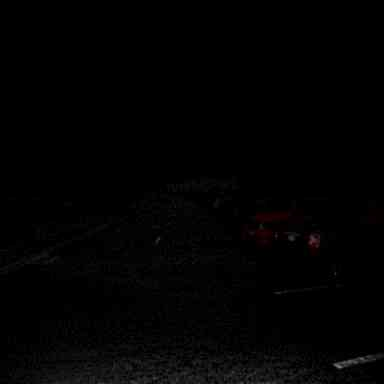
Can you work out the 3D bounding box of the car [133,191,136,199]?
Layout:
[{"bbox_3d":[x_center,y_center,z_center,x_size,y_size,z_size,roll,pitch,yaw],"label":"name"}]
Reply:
[{"bbox_3d":[-14.405,0.990,67.143,4.553,1.767,2.185,-1,0,-23],"label":"car"}]

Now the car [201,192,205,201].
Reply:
[{"bbox_3d":[4.485,1.191,48.889,5.008,1.535,2.097,1,1,-21],"label":"car"}]

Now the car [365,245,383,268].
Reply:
[{"bbox_3d":[4.752,1.465,3.761,5.008,1.535,2.097,1,1,-20],"label":"car"}]

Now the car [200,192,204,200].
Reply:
[{"bbox_3d":[4.411,1.173,51.907,4.892,1.521,2.231,1,0,-21],"label":"car"}]

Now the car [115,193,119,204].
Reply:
[{"bbox_3d":[-13.725,1.090,49.395,4.553,1.767,2.185,-1,1,-21],"label":"car"}]

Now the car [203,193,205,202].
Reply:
[{"bbox_3d":[4.688,1.208,45.947,5.366,1.575,1.946,1,0,-21],"label":"car"}]

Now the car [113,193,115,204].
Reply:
[{"bbox_3d":[-13.696,1.234,46.418,4.892,1.521,2.231,-1,1,-21],"label":"car"}]

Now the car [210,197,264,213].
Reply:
[{"bbox_3d":[4.612,1.283,33.830,5.008,1.535,2.097,1,1,-20],"label":"car"}]

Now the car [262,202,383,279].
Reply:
[{"bbox_3d":[4.704,1.302,9.778,4.553,1.767,2.185,1,0,-20],"label":"car"}]

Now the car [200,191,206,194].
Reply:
[{"bbox_3d":[4.333,1.027,54.925,4.553,1.767,2.185,1,0,-22],"label":"car"}]

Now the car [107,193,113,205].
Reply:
[{"bbox_3d":[-13.492,1.244,43.519,5.366,1.575,1.946,-1,0,-21],"label":"car"}]

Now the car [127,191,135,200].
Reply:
[{"bbox_3d":[-14.219,1.131,64.194,5.008,1.535,2.097,-1,1,-22],"label":"car"}]

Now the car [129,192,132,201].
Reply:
[{"bbox_3d":[-14.069,1.177,61.252,4.792,1.488,2.163,-1,0,-22],"label":"car"}]

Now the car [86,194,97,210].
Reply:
[{"bbox_3d":[-13.586,1.314,37.517,4.792,1.488,2.163,-1,0,-20],"label":"car"}]

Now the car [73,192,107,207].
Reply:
[{"bbox_3d":[-13.663,1.017,40.463,5.566,2.045,2.435,-1,1,-20],"label":"car"}]

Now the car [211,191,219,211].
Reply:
[{"bbox_3d":[4.687,1.086,24.829,5.566,2.045,2.435,1,0,-20],"label":"car"}]

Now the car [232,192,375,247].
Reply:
[{"bbox_3d":[4.703,1.159,12.774,5.566,2.045,2.435,1,1,-20],"label":"car"}]

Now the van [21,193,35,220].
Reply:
[{"bbox_3d":[-13.407,1.145,22.662,4.442,1.987,1.878,-1,0,-20],"label":"van"}]

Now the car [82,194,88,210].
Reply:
[{"bbox_3d":[-13.618,1.332,34.513,4.792,1.488,2.163,-1,1,-20],"label":"car"}]

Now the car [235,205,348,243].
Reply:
[{"bbox_3d":[4.684,1.421,15.785,4.792,1.488,2.163,1,1,-20],"label":"car"}]

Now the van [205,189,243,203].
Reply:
[{"bbox_3d":[4.442,1.001,42.816,4.442,1.987,1.878,1,1,-21],"label":"van"}]

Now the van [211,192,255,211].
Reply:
[{"bbox_3d":[4.487,1.038,36.792,4.442,1.987,1.878,1,1,-20],"label":"van"}]

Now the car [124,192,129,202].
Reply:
[{"bbox_3d":[-14.016,1.195,58.258,4.792,1.488,2.163,-1,1,-22],"label":"car"}]

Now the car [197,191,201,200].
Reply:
[{"bbox_3d":[4.170,1.114,60.970,5.008,1.535,2.097,1,0,-22],"label":"car"}]

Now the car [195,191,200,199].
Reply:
[{"bbox_3d":[3.929,1.076,67.003,5.008,1.535,2.097,1,1,-23],"label":"car"}]

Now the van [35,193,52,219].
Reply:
[{"bbox_3d":[-13.428,1.127,25.639,4.442,1.987,1.878,-1,0,-20],"label":"van"}]

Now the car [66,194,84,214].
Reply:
[{"bbox_3d":[-13.398,1.314,31.618,5.366,1.575,1.946,-1,0,-20],"label":"car"}]

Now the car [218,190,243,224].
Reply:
[{"bbox_3d":[4.673,1.122,18.788,5.566,2.045,2.435,1,1,-20],"label":"car"}]

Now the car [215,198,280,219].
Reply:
[{"bbox_3d":[4.646,1.319,27.820,5.008,1.535,2.097,1,1,-20],"label":"car"}]

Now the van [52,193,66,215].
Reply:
[{"bbox_3d":[-13.449,1.110,28.618,4.442,1.987,1.878,-1,0,-20],"label":"van"}]

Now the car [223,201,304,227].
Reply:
[{"bbox_3d":[4.650,1.385,21.797,4.792,1.488,2.163,1,1,-20],"label":"car"}]

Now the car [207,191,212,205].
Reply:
[{"bbox_3d":[4.654,1.050,30.837,5.566,2.045,2.435,1,0,-20],"label":"car"}]

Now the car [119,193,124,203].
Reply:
[{"bbox_3d":[-13.806,1.199,52.351,5.008,1.535,2.097,-1,1,-21],"label":"car"}]

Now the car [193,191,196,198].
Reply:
[{"bbox_3d":[3.748,0.805,70.004,5.566,2.045,2.435,1,1,-23],"label":"car"}]

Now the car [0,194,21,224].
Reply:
[{"bbox_3d":[-13.525,1.139,19.630,5.566,2.045,2.435,-1,1,-20],"label":"car"}]
